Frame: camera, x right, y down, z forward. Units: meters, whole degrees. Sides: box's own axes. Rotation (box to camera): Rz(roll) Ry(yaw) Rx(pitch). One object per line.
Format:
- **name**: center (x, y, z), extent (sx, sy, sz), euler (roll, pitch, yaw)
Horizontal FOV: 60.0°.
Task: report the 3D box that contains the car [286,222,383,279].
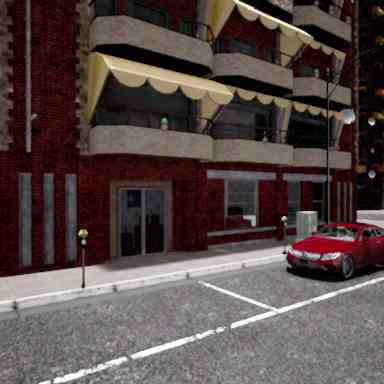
- **car**: center (4.631, 1.575, 9.914), extent (4.206, 1.307, 1.802), euler (0, 0, -35)
